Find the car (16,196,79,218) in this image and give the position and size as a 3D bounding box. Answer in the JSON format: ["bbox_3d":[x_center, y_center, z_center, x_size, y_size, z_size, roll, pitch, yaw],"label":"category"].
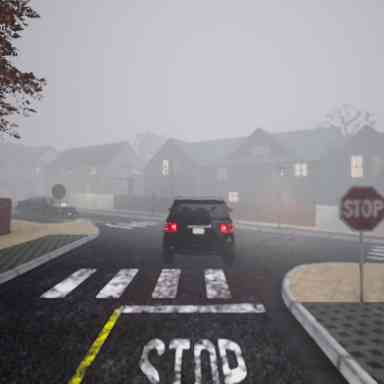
[{"bbox_3d":[-10.658,1.038,24.350,5.357,1.411,2.033,2,0,32],"label":"car"}]

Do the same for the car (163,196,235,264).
[{"bbox_3d":[0.286,1.169,11.755,2.150,2.045,5.566,1,0,2],"label":"car"}]

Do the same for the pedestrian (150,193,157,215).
[{"bbox_3d":[-3.109,0.939,26.537,0.375,1.860,0.375,-1,-4,32],"label":"pedestrian"}]
